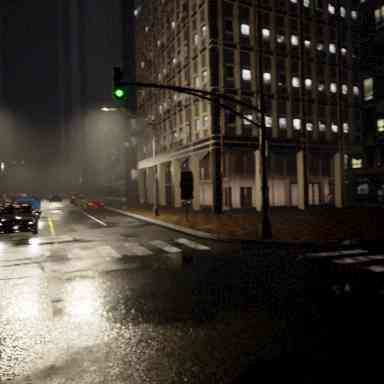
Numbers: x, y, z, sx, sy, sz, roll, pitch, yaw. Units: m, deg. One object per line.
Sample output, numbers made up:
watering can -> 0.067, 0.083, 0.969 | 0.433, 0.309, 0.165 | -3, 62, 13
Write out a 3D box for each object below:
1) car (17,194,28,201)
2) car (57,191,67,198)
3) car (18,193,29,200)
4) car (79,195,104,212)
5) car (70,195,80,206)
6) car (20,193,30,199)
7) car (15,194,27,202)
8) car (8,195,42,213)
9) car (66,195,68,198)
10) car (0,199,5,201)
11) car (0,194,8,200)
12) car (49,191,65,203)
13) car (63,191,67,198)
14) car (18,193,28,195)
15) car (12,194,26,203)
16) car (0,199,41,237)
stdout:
car -> -35.823, 1.055, 70.336 | 2.008, 1.369, 4.403 | 0, 0, -24
car -> -32.817, 0.560, 84.021 | 2.192, 1.841, 5.009 | 0, 0, -24
car -> -38.120, 1.031, 75.416 | 1.947, 1.339, 4.313 | 0, 0, -24
car -> -9.839, 1.226, 33.204 | 1.802, 1.307, 4.206 | 0, 0, -24
car -> -14.504, 1.088, 43.524 | 1.752, 1.417, 4.829 | 0, 0, -24
car -> -40.417, 0.970, 80.495 | 1.887, 1.381, 4.507 | 0, 0, -24
car -> -33.526, 1.089, 65.256 | 1.887, 1.381, 4.507 | 0, 0, -24
car -> -13.013, 1.283, 26.145 | 1.882, 1.535, 5.008 | -1, 1, -24
car -> -16.732, 1.090, 48.450 | 1.947, 1.339, 4.313 | 0, 0, -24
car -> -15.151, 1.446, 24.617 | 1.802, 1.307, 4.206 | 0, 0, -24
car -> -17.447, 1.139, 29.695 | 2.192, 1.841, 5.009 | 0, 0, -24
car -> -22.968, 1.077, 55.867 | 1.994, 1.385, 4.181 | -1, 1, -24
car -> -30.519, 0.830, 78.940 | 1.887, 1.381, 4.507 | 0, 0, -24
car -> -17.125, 1.211, 35.253 | 1.882, 1.535, 5.008 | -1, 1, -24
car -> -31.229, 1.135, 60.176 | 2.008, 1.369, 4.403 | 0, 0, -24
car -> -9.098, 1.378, 17.483 | 1.837, 1.490, 4.892 | -1, 1, -24
